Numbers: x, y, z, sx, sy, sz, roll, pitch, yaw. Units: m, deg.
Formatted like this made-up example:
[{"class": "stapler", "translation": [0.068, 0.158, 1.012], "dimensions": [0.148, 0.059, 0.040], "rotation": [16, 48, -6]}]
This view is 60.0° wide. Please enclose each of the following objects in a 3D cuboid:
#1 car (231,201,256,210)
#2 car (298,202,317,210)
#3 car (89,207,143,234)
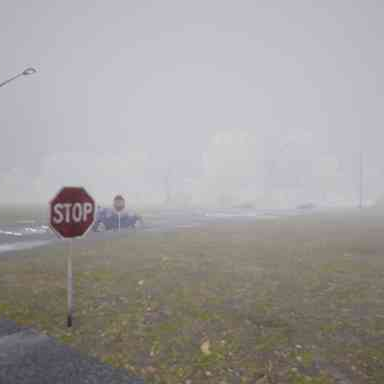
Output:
[{"class": "car", "translation": [8.093, 2.103, 51.998], "dimensions": [2.033, 1.411, 5.357], "rotation": [1, 0, 36]}, {"class": "car", "translation": [19.496, 2.334, 55.809], "dimensions": [1.895, 1.301, 4.718], "rotation": [1, 0, 36]}, {"class": "car", "translation": [-5.336, 1.715, 21.525], "dimensions": [1.882, 1.535, 5.008], "rotation": [1, 0, 36]}]
